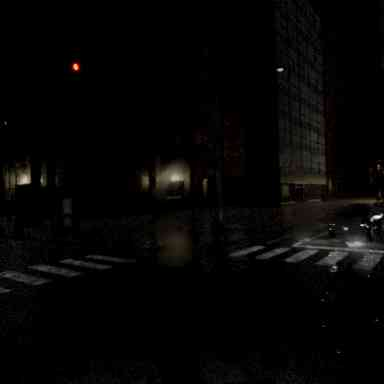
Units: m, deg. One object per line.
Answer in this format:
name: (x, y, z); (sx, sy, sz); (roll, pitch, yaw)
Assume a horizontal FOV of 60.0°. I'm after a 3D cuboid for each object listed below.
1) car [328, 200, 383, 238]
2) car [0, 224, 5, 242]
car: (8.401, 1.387, 16.932); (1.837, 1.490, 4.892); (-2, -1, 38)
car: (-11.874, 2.072, 18.232); (4.403, 1.369, 2.008); (-2, -1, 37)
